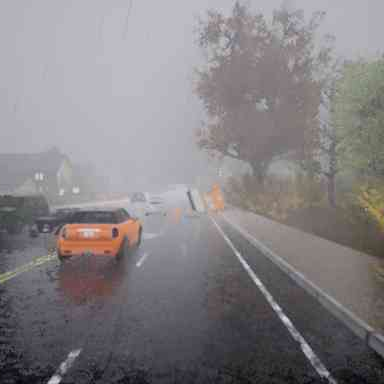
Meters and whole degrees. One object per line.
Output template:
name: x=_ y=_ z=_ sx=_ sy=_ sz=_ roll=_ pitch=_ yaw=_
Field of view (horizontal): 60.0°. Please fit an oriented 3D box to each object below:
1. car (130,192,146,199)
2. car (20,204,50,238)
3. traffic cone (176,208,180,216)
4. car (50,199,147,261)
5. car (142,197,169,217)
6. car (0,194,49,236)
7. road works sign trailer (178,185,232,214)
car: x=-9.776 y=1.012 z=60.396 sx=2.150 sy=2.045 sz=5.566 roll=0 pitch=0 yaw=1
car: x=-6.596 y=1.512 z=17.030 sx=1.994 sy=1.385 sz=4.181 roll=0 pitch=0 yaw=0
traffic cone: x=-1.377 y=1.869 z=27.971 sx=0.340 sy=0.580 sz=0.340 roll=0 pitch=0 yaw=0
car: x=-3.148 y=1.315 z=12.299 sx=2.097 sy=1.767 sz=4.553 roll=0 pitch=0 yaw=0
car: x=-3.147 y=1.431 z=30.455 sx=1.812 sy=1.442 sz=4.674 roll=0 pitch=0 yaw=0
car: x=-9.846 y=1.164 z=18.503 sx=2.150 sy=2.045 sz=5.566 roll=0 pitch=0 yaw=0
road works sign trailer: x=1.020 y=0.861 z=28.855 sx=2.880 sy=2.380 sz=3.560 roll=-33 pitch=-23 yaw=34
